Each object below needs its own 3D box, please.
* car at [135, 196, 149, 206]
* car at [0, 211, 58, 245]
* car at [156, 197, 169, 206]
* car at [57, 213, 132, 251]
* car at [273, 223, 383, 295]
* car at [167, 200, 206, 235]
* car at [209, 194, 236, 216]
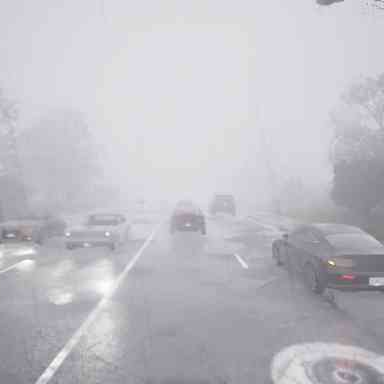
[{"bbox_3d":[-8.376,1.495,55.940,1.882,1.535,5.008,0,0,-1],"label":"car"},{"bbox_3d":[-7.368,1.574,15.455,1.994,1.385,4.181,0,0,-1],"label":"car"},{"bbox_3d":[-4.864,1.539,55.445,1.812,1.442,4.674,0,0,-1],"label":"car"},{"bbox_3d":[-3.837,1.607,14.219,1.895,1.301,4.718,0,0,-1],"label":"car"},{"bbox_3d":[3.471,1.524,8.603,1.812,1.442,4.674,0,0,-1],"label":"car"},{"bbox_3d":[-0.261,1.481,19.034,1.882,1.535,5.008,0,0,-1],"label":"car"},{"bbox_3d":[2.895,1.224,32.505,2.150,2.045,5.566,0,0,-1],"label":"car"}]
